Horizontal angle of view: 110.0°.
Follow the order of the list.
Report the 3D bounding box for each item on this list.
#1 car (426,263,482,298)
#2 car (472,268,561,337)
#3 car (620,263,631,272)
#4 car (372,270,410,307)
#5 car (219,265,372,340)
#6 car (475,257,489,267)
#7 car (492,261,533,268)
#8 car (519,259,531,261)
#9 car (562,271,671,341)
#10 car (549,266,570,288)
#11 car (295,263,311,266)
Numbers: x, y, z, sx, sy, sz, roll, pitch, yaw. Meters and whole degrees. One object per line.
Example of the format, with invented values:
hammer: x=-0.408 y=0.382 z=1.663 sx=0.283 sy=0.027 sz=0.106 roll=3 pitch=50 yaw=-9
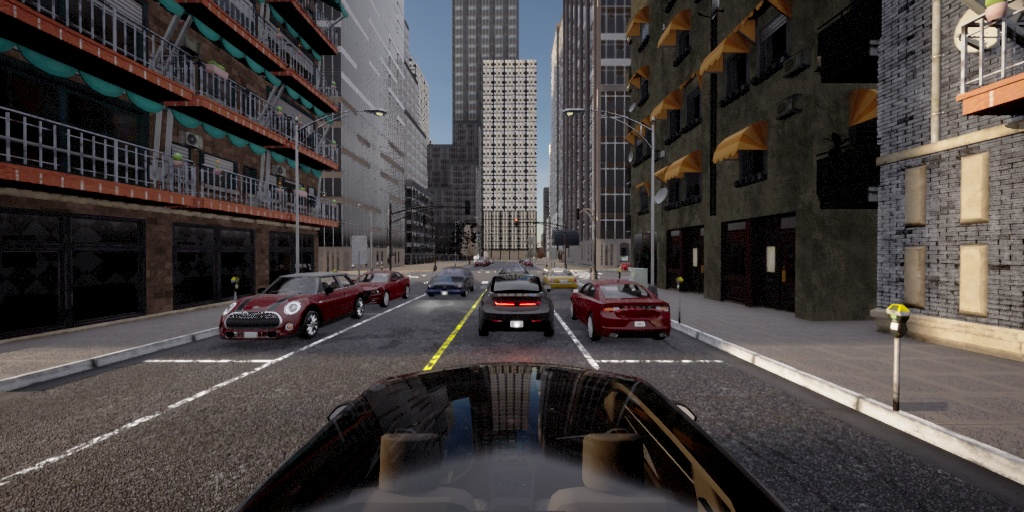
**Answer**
car: x=-3.019 y=1.295 z=18.812 sx=2.033 sy=1.411 sz=5.357 roll=0 pitch=0 yaw=1
car: x=0.108 y=1.253 z=10.323 sx=1.837 sy=1.490 sz=4.892 roll=0 pitch=0 yaw=0
car: x=14.301 y=1.005 z=39.948 sx=4.507 sy=1.381 sz=1.888 roll=0 pitch=0 yaw=0
car: x=-5.678 y=1.293 z=15.317 sx=1.888 sy=1.381 sz=4.507 roll=0 pitch=0 yaw=0
car: x=-5.684 y=1.188 z=9.793 sx=1.967 sy=1.591 sz=4.097 roll=0 pitch=0 yaw=0
car: x=-5.627 y=1.291 z=64.354 sx=1.888 sy=1.381 sz=4.507 roll=0 pitch=0 yaw=0
car: x=0.118 y=1.239 z=20.456 sx=2.128 sy=1.511 sz=4.902 roll=0 pitch=0 yaw=0
car: x=2.753 y=1.185 z=64.344 sx=1.967 sy=1.591 sz=4.097 roll=0 pitch=0 yaw=0
car: x=2.698 y=1.294 z=9.771 sx=1.888 sy=1.381 sz=4.507 roll=0 pitch=0 yaw=0
car: x=2.709 y=1.272 z=20.988 sx=1.751 sy=1.417 sz=4.829 roll=0 pitch=0 yaw=0
car: x=-23.796 y=1.494 z=39.666 sx=4.097 sy=1.591 sz=1.967 roll=0 pitch=0 yaw=0
